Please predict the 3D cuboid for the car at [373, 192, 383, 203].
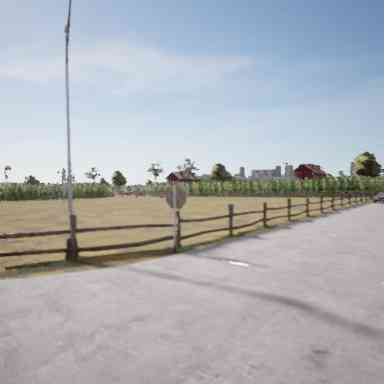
[{"bbox_3d":[24.507,0.690,42.432,1.994,1.385,4.181,0,1,36],"label":"car"}]
